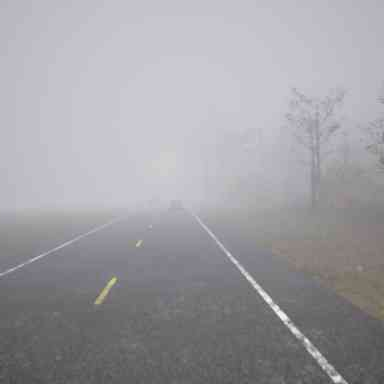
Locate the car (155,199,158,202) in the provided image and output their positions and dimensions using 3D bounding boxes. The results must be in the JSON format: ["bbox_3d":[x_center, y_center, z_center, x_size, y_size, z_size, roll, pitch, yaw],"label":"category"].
[{"bbox_3d":[-6.062,1.326,51.346,2.033,1.411,5.357,-2,0,-3],"label":"car"}]

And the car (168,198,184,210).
[{"bbox_3d":[-2.250,1.585,46.004,2.033,1.411,5.357,-2,0,-3],"label":"car"}]

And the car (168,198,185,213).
[{"bbox_3d":[-1.791,1.576,37.443,2.033,1.411,5.357,-2,0,-2],"label":"car"}]
